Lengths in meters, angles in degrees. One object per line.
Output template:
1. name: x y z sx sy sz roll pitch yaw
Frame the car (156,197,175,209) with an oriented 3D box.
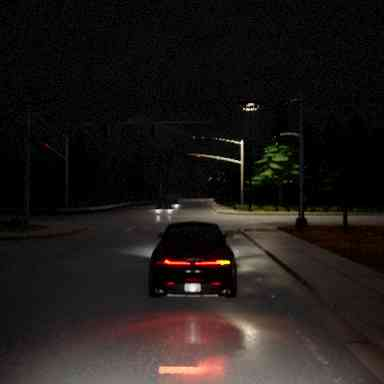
1. car: -3.688 1.525 45.189 1.837 1.490 4.892 0 1 0

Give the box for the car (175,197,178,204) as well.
1. car: -3.620 1.634 62.829 1.895 1.301 4.718 0 0 1

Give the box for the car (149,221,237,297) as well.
1. car: 0.030 1.506 8.542 1.837 1.490 4.892 0 0 0
